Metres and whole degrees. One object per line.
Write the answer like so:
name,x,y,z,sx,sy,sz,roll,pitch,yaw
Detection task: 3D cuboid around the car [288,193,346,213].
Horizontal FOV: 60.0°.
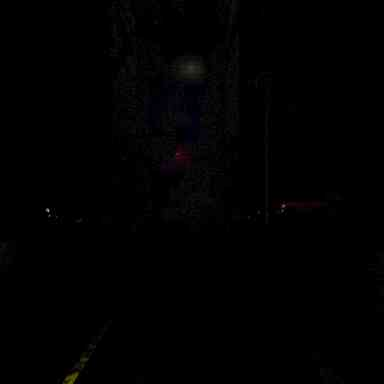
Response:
car,12.456,1.110,33.349,5.009,1.841,2.192,-1,1,1

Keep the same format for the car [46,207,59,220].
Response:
car,-13.544,1.507,27.708,4.553,1.767,2.097,-1,0,1

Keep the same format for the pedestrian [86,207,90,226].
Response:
pedestrian,-5.739,1.134,19.316,0.375,1.860,0.375,0,0,1

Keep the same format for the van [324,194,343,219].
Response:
van,12.383,1.198,24.825,3.998,1.788,1.690,-1,1,1

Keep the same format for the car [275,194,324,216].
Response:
car,9.981,1.197,30.478,4.553,1.767,2.097,-1,0,-5

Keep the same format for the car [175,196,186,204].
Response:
car,-2.306,1.569,65.656,1.994,1.385,4.181,0,0,1

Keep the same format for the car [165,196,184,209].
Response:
car,-2.585,1.553,45.499,1.994,1.385,4.181,0,0,1

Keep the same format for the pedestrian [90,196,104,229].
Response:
pedestrian,-5.339,1.134,18.695,0.375,1.860,0.375,0,0,1
